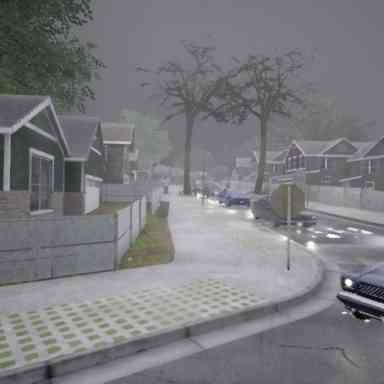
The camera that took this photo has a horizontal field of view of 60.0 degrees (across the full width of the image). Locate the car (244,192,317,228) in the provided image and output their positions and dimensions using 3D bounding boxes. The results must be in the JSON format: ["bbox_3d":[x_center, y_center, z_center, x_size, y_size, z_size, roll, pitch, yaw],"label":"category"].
[{"bbox_3d":[4.626,0.947,17.705,2.033,1.411,5.357,1,3,-6],"label":"car"}]

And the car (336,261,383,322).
[{"bbox_3d":[4.808,1.554,6.085,4.718,1.301,1.895,-2,2,-32],"label":"car"}]

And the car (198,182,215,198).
[{"bbox_3d":[2.404,-0.118,38.509,2.128,1.511,4.902,1,3,-6],"label":"car"}]

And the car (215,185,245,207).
[{"bbox_3d":[3.527,0.379,27.977,1.882,1.535,5.008,1,3,-7],"label":"car"}]

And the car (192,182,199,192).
[{"bbox_3d":[1.144,-0.698,50.573,2.128,1.511,4.902,1,3,-6],"label":"car"}]
